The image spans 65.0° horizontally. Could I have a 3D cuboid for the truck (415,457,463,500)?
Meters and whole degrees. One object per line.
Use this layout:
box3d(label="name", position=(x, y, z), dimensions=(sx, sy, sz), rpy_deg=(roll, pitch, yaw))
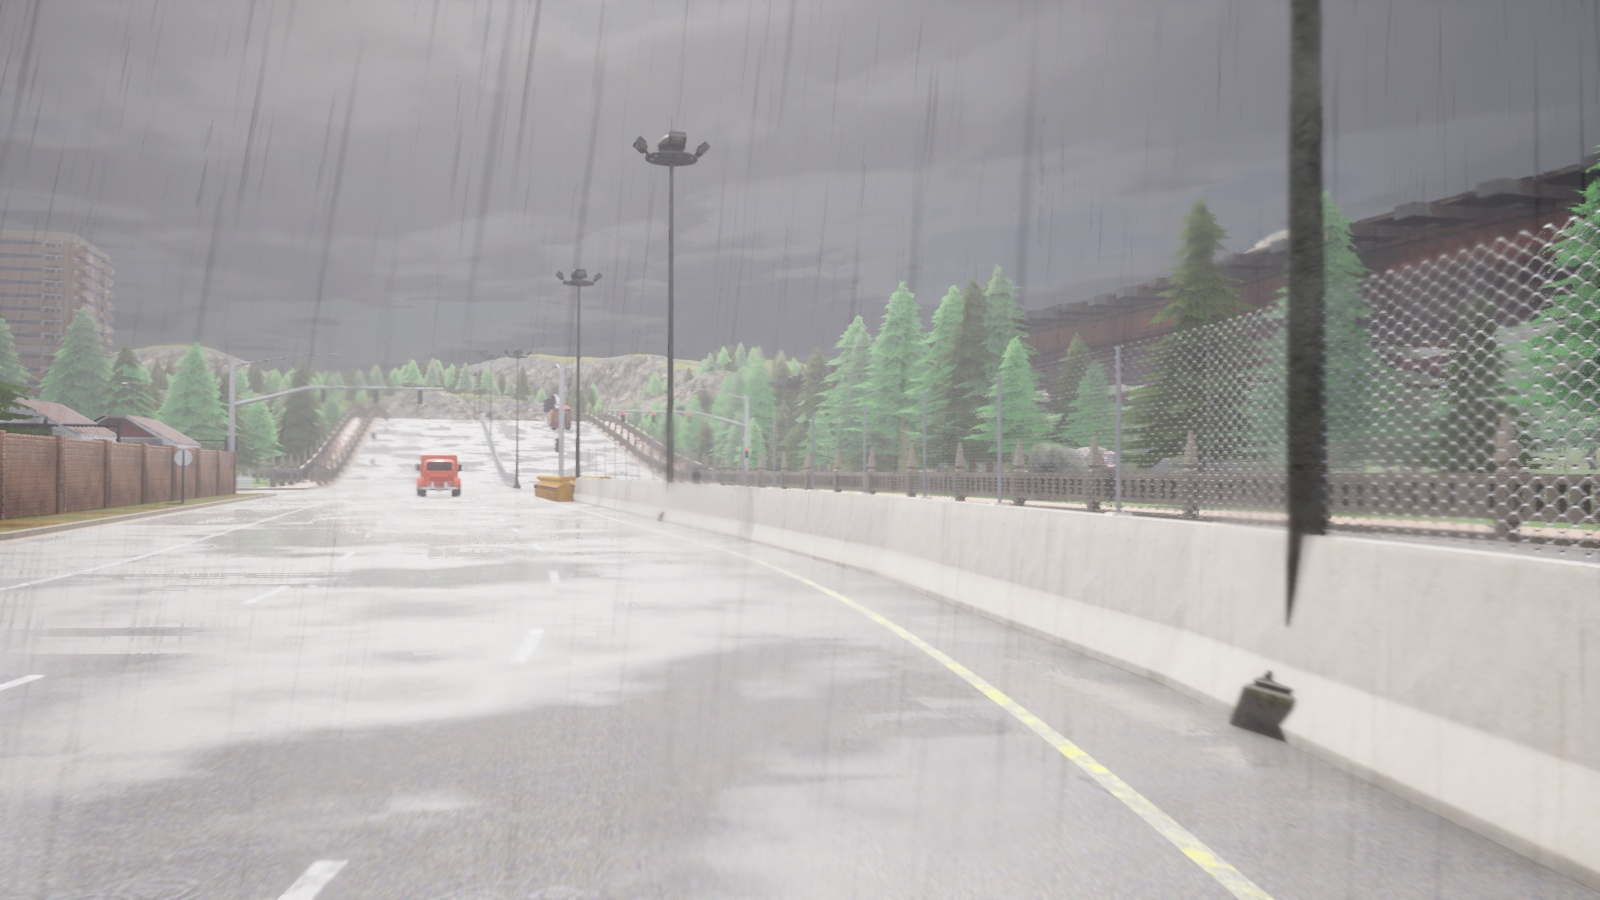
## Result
box3d(label="truck", position=(-21.313, 1.672, 74.132), dimensions=(2.627, 2.467, 5.204), rpy_deg=(0, -1, -16))
